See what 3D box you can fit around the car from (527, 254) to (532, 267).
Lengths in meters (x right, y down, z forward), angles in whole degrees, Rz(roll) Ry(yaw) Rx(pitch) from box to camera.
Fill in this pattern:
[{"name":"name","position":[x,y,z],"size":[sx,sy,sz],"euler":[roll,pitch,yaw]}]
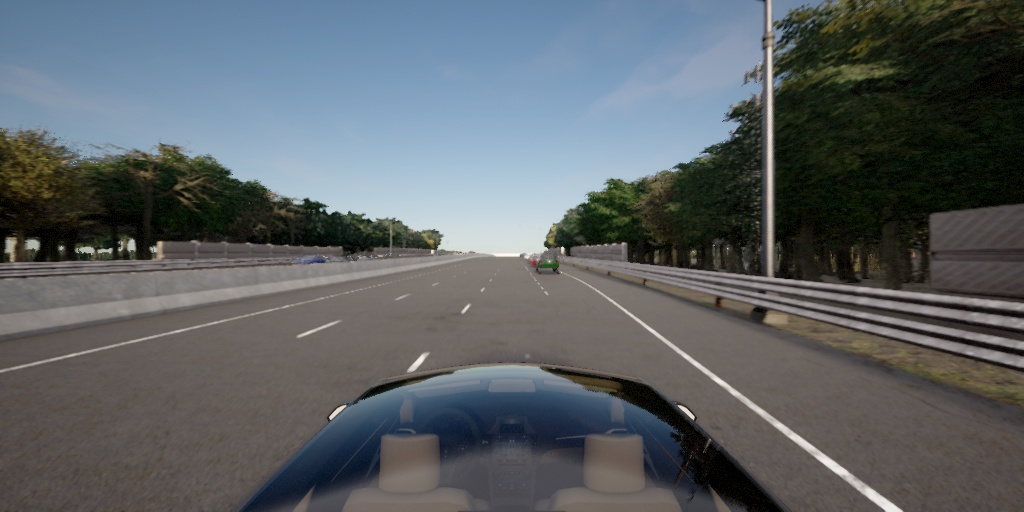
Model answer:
[{"name":"car","position":[3.716,0.672,53.130],"size":[2.097,1.767,4.553],"euler":[0,1,0]}]

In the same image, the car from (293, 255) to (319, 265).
[{"name":"car","position":[-24.329,0.612,43.451],"size":[1.882,1.535,5.008],"euler":[0,1,0]}]

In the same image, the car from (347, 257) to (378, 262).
[{"name":"car","position":[-17.338,0.948,42.746],"size":[1.837,1.490,4.892],"euler":[0,0,0]}]

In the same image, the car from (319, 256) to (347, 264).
[{"name":"car","position":[-20.830,0.841,43.428],"size":[1.837,1.490,4.892],"euler":[0,1,0]}]

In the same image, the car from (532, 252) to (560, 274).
[{"name":"car","position":[3.643,0.625,37.466],"size":[2.150,2.045,5.566],"euler":[0,1,0]}]

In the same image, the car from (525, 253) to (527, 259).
[{"name":"car","position":[3.772,0.638,65.169],"size":[1.882,1.535,5.008],"euler":[0,1,0]}]
